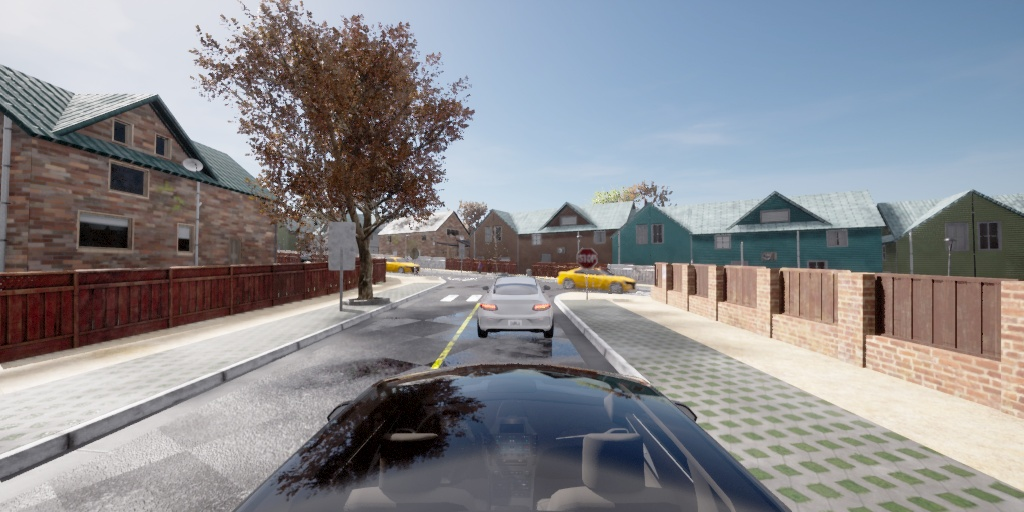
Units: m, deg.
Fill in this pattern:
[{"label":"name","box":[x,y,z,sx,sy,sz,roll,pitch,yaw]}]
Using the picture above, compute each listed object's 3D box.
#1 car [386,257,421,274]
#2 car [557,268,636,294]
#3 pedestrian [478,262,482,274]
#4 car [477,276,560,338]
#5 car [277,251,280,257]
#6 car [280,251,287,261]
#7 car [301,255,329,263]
[{"label":"car","box":[-10.633,0.862,33.233,5.008,1.535,1.882,3,0,32]},{"label":"car","box":[5.410,1.511,23.193,5.008,1.535,1.882,2,-1,32]},{"label":"pedestrian","box":[-3.147,1.122,35.458,0.375,1.300,0.375,-1,-5,32]},{"label":"car","box":[0.116,1.280,10.066,1.812,1.442,4.674,0,0,1]},{"label":"car","box":[-33.474,0.003,47.566,5.008,1.535,1.882,2,0,32]},{"label":"car","box":[-33.444,0.019,50.870,5.008,1.535,1.882,2,0,32]},{"label":"car","box":[-22.873,0.519,40.897,4.718,1.301,1.895,2,0,32]}]
